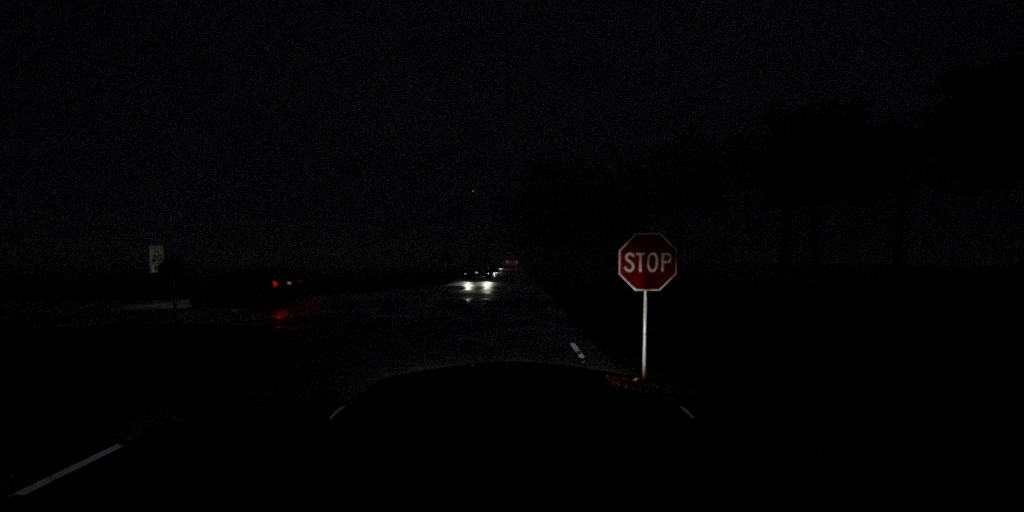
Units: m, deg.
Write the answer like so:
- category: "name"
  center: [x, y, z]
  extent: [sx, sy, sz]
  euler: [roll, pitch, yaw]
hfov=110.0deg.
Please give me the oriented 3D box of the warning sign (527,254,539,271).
- category: "warning sign"
  center: [2.450, 0.942, 45.460]
  extent: [1.300, 1.860, 1.060]
  euler: [0, 0, 0]

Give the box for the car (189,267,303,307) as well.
- category: "car"
  center: [-12.605, 1.342, 17.057]
  extent: [4.553, 1.767, 2.097]
  euler: [-1, 3, 5]

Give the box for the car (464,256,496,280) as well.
- category: "car"
  center: [-2.849, 1.002, 31.477]
  extent: [2.150, 2.045, 5.566]
  euler: [0, 0, 0]

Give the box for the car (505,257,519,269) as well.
- category: "car"
  center: [0.001, 1.141, 61.328]
  extent: [2.150, 2.045, 5.566]
  euler: [0, 0, 0]

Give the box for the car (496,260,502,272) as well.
- category: "car"
  center: [-2.843, 1.387, 48.099]
  extent: [2.033, 1.411, 5.357]
  euler: [0, 0, 0]
